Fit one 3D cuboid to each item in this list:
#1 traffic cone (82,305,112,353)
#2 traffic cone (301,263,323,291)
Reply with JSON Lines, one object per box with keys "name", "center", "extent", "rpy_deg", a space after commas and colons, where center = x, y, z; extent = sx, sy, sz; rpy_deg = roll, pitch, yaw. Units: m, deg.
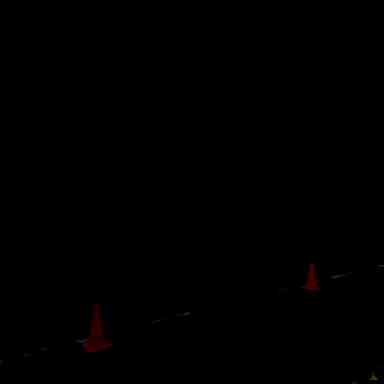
{"name": "traffic cone", "center": [-1.381, 1.947, 4.847], "extent": [0.340, 0.580, 0.340], "rpy_deg": [0, 0, -35]}
{"name": "traffic cone", "center": [2.779, 1.937, 7.703], "extent": [0.340, 0.580, 0.340], "rpy_deg": [0, 0, -34]}
